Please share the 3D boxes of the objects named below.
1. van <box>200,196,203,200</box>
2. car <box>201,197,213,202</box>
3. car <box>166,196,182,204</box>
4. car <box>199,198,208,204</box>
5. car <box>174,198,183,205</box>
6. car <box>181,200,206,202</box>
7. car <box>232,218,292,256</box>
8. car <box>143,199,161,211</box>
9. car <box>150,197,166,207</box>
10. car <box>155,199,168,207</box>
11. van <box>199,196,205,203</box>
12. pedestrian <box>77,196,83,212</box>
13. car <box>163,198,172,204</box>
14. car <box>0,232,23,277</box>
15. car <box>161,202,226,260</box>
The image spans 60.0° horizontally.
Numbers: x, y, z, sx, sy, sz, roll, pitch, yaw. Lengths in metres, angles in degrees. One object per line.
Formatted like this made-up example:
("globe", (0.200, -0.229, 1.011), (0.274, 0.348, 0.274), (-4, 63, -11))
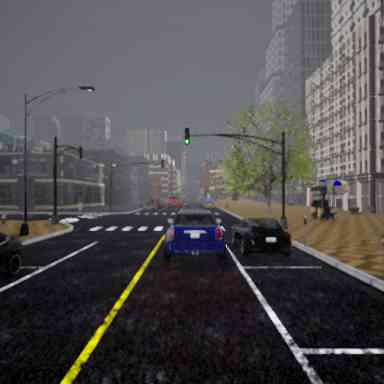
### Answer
("van", (2.693, 1.809, 56.993), (1.690, 1.788, 3.998), (0, 0, 0))
("car", (2.692, 1.949, 51.611), (1.752, 1.417, 4.829), (0, 0, 0))
("car", (-3.050, 1.695, 57.785), (2.150, 2.045, 5.566), (0, 0, 0))
("car", (2.691, 2.217, 79.195), (1.947, 1.339, 4.313), (0, 0, 0))
("car", (-3.002, 2.126, 73.246), (1.812, 1.442, 4.674), (0, 0, 0))
("car", (0.098, 1.814, 32.404), (2.033, 1.411, 5.357), (0, 0, 0))
("car", (2.693, 1.677, 13.412), (1.947, 1.339, 4.313), (0, 0, 0))
("car", (-5.688, 1.959, 45.887), (1.802, 1.307, 4.206), (0, 0, 0))
("car", (-5.688, 1.737, 51.440), (2.192, 1.841, 5.009), (0, 0, 0))
("car", (-5.689, 2.064, 62.540), (2.008, 1.369, 4.403), (0, 0, 0))
("van", (2.692, 2.084, 90.298), (1.690, 1.788, 3.998), (0, 0, 0))
("pedestrian", (-12.751, 1.348, 37.896), (0.375, 1.860, 0.375), (0, -1, -1))
("car", (-5.690, 2.175, 79.022), (1.752, 1.417, 4.829), (0, 0, 0))
("car", (-5.687, 1.632, 7.873), (1.947, 1.339, 4.313), (0, 0, 0))
("car", (0.099, 1.459, 12.981), (2.097, 1.767, 4.553), (0, -1, 0))
